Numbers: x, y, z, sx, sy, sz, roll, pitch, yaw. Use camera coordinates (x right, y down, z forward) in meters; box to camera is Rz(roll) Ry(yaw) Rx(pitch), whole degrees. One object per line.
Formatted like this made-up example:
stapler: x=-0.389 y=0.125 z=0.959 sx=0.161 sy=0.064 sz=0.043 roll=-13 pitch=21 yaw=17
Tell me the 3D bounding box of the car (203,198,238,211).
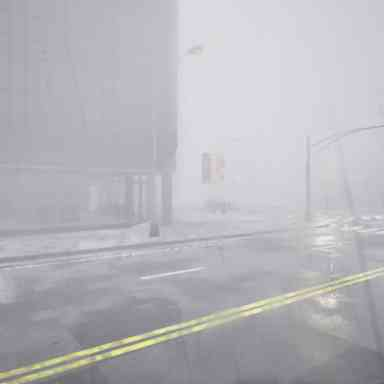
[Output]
car: x=3.286 y=1.505 z=38.605 sx=2.128 sy=1.511 sz=4.902 roll=0 pitch=1 yaw=-36
